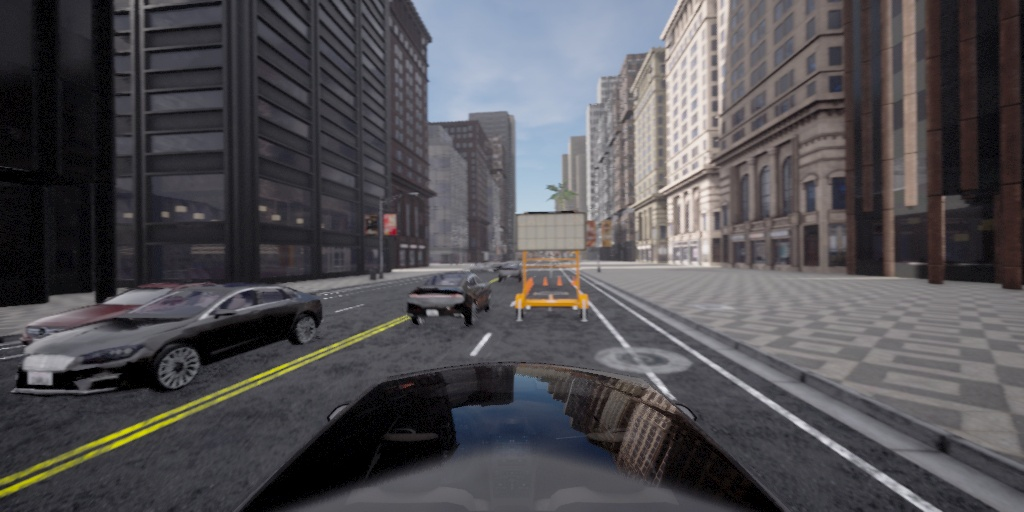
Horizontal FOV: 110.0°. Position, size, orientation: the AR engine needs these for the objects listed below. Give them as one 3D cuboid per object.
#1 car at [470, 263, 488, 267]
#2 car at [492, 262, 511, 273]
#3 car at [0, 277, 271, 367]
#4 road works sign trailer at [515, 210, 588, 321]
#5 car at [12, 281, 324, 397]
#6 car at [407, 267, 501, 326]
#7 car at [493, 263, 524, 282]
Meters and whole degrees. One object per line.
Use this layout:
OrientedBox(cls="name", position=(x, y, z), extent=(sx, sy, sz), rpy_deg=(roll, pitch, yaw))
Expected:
OrientedBox(cls="car", position=(-4.564, 1.579, 49.824), extent=(1.895, 1.301, 4.718), rpy_deg=(-1, 0, 6))
OrientedBox(cls="car", position=(-1.398, 1.539, 48.842), extent=(1.895, 1.301, 4.718), rpy_deg=(-1, 0, 6))
OrientedBox(cls="car", position=(-8.879, 1.401, 9.245), extent=(1.812, 1.442, 4.674), rpy_deg=(-1, 0, 6))
OrientedBox(cls="road works sign trailer", position=(1.378, 0.235, 12.500), extent=(2.380, 3.560, 2.880), rpy_deg=(0, 0, 6))
OrientedBox(cls="car", position=(-5.842, 1.325, 7.071), extent=(2.128, 1.511, 4.902), rpy_deg=(-1, 0, 6))
OrientedBox(cls="car", position=(-1.856, 1.297, 11.941), extent=(2.128, 1.511, 4.902), rpy_deg=(-1, 0, 6))
OrientedBox(cls="car", position=(0.028, 1.339, 29.696), extent=(2.128, 1.511, 4.902), rpy_deg=(-1, 0, 6))
